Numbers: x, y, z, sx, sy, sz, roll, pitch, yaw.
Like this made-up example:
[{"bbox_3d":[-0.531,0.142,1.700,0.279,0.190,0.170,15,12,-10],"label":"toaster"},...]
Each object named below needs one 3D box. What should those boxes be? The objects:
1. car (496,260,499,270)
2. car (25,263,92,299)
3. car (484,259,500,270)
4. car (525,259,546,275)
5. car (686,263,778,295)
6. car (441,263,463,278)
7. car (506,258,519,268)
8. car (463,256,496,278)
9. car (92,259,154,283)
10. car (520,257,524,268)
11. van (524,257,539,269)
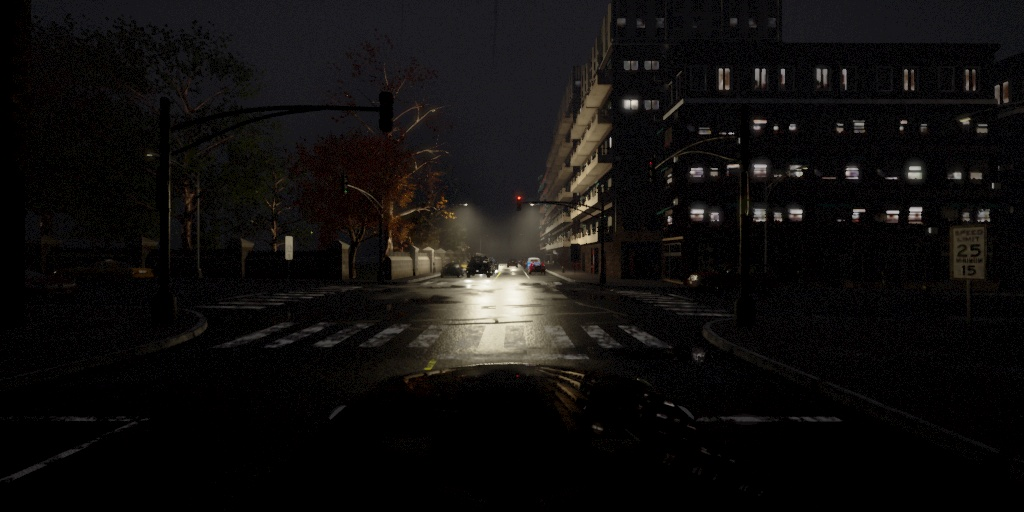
[{"bbox_3d":[-3.032,1.322,44.914,2.033,1.411,5.357,0,0,0],"label":"car"},{"bbox_3d":[-18.945,1.007,13.365,4.207,1.307,1.802,0,0,0],"label":"car"},{"bbox_3d":[-3.008,1.279,55.013,2.128,1.511,4.902,0,0,0],"label":"car"},{"bbox_3d":[2.749,1.314,39.993,1.888,1.381,4.507,0,0,0],"label":"car"},{"bbox_3d":[13.480,1.353,22.005,5.009,1.841,2.192,0,0,0],"label":"car"},{"bbox_3d":[-5.640,1.330,34.376,1.948,1.339,4.313,0,0,0],"label":"car"},{"bbox_3d":[0.093,1.304,62.667,1.837,1.490,4.892,0,0,0],"label":"car"},{"bbox_3d":[-3.036,0.986,34.662,2.150,2.045,5.566,0,0,1],"label":"car"},{"bbox_3d":[-24.713,0.883,21.700,4.829,1.417,1.751,0,0,0],"label":"car"},{"bbox_3d":[2.775,1.230,56.884,1.967,1.591,4.097,0,0,0],"label":"car"},{"bbox_3d":[2.758,1.116,45.623,1.690,1.789,3.998,0,0,0],"label":"van"}]
